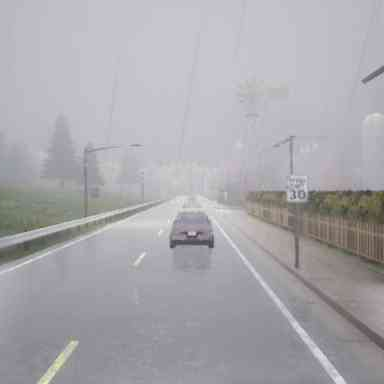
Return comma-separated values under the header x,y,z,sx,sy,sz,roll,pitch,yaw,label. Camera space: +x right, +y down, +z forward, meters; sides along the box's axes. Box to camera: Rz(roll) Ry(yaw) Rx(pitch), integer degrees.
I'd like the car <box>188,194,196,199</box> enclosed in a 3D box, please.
x,y,z,sx,sy,sz,roll,pitch,yaw,label
0.000,1.519,79.249,2.128,1.511,4.902,0,0,0,car

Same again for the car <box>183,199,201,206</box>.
x,y,z,sx,sy,sz,roll,pitch,yaw,label
0.000,1.614,29.680,1.895,1.301,4.718,0,0,0,car

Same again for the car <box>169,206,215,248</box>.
x,y,z,sx,sy,sz,roll,pitch,yaw,label
0.000,1.560,14.650,2.033,1.411,5.357,0,0,0,car

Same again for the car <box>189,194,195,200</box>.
x,y,z,sx,sy,sz,roll,pitch,yaw,label
0.000,1.366,92.959,1.837,1.490,4.892,0,0,0,car
